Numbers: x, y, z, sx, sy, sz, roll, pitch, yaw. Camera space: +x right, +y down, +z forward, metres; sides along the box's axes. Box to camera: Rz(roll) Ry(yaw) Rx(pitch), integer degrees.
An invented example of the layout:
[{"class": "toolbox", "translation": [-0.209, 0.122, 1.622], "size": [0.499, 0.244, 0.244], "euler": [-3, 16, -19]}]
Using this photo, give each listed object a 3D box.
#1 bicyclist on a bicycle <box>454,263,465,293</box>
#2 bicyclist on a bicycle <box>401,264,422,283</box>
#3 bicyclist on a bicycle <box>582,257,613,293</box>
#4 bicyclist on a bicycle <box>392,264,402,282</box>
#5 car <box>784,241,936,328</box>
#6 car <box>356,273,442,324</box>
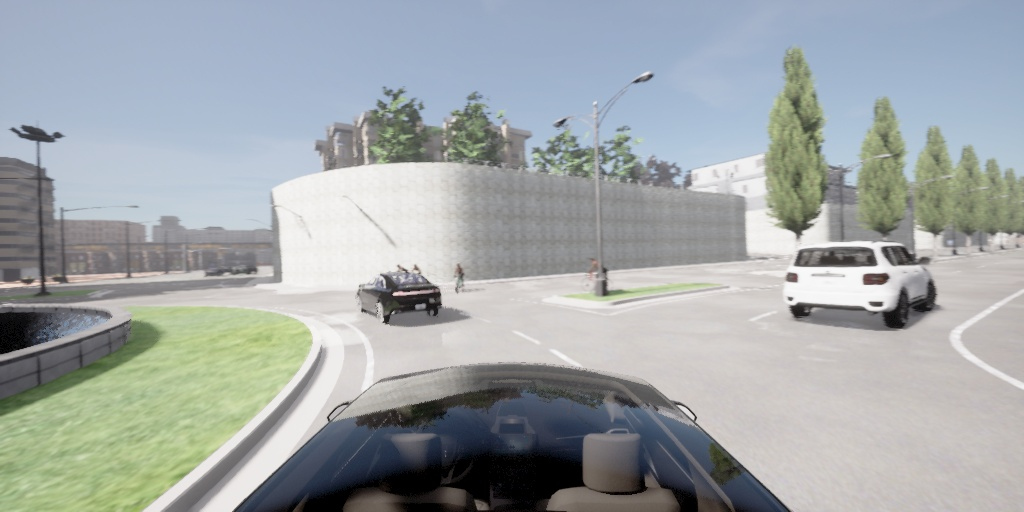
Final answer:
[{"class": "bicyclist on a bicycle", "translation": [-2.949, 1.235, 20.174], "size": [0.582, 1.620, 1.656], "euler": [-2, 0, 7]}, {"class": "bicyclist on a bicycle", "translation": [-6.201, 1.306, 23.138], "size": [0.582, 1.620, 1.656], "euler": [9, 8, 17]}, {"class": "bicyclist on a bicycle", "translation": [3.852, 0.879, 16.338], "size": [1.656, 1.620, 0.582], "euler": [-2, 0, 44]}, {"class": "bicyclist on a bicycle", "translation": [-7.366, 1.304, 23.900], "size": [1.656, 1.620, 0.582], "euler": [-11, 20, -37]}, {"class": "car", "translation": [9.845, 0.629, 10.121], "size": [5.566, 2.045, 2.150], "euler": [-2, 0, -33]}, {"class": "car", "translation": [-4.126, 1.337, 12.645], "size": [2.128, 1.511, 4.902], "euler": [-2, 0, -35]}]
